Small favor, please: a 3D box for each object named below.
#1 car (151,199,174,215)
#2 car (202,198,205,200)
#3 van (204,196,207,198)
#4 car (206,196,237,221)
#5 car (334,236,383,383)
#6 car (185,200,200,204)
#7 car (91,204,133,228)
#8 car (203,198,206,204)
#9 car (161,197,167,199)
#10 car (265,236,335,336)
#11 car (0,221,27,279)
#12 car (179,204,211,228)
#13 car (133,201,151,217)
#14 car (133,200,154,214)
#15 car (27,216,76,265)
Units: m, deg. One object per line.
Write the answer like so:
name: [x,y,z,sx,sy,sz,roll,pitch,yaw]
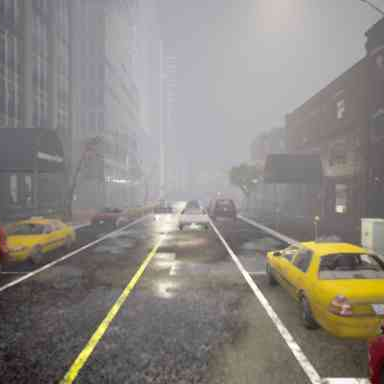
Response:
car: [-3.087,1.774,37.108,1.994,1.385,4.181,0,0,0]
car: [2.671,1.838,45.373,1.802,1.307,4.206,-1,0,0]
van: [2.665,1.660,56.443,1.690,1.788,3.998,-1,0,0]
car: [2.669,1.478,28.772,2.192,1.841,5.009,-1,0,0]
car: [2.675,1.322,1.100,2.192,1.841,5.009,-1,0,0]
car: [0.091,1.780,45.127,1.812,1.442,4.674,0,0,0]
car: [-5.706,1.677,23.245,1.887,1.381,4.507,-1,0,0]
car: [2.671,1.791,39.839,1.947,1.339,4.313,-1,0,0]
car: [-5.716,1.821,67.524,1.967,1.590,4.097,-1,0,0]
car: [2.677,1.565,6.803,1.752,1.417,4.829,-1,0,0]
car: [-5.706,1.354,6.642,2.192,1.841,5.009,-1,0,0]
car: [0.096,1.731,22.935,1.895,1.301,4.718,0,0,0]
car: [-5.709,1.719,34.145,1.752,1.417,4.829,-1,0,0]
car: [-5.710,1.750,39.679,1.752,1.417,4.829,-1,0,0]
car: [-5.704,1.594,12.006,1.752,1.417,4.829,-1,0,0]
